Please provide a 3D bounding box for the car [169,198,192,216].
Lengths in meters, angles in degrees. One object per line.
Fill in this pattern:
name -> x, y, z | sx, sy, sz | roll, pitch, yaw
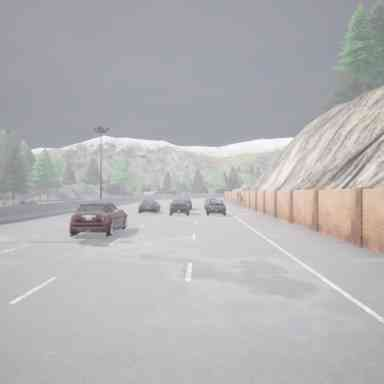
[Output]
car -> -1.184, 1.505, 33.046 | 1.837, 1.490, 4.892 | 0, 0, 1

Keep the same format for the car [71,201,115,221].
car -> -8.292, 1.548, 28.401 | 2.033, 1.411, 5.357 | 0, 0, 1

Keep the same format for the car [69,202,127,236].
car -> -5.021, 1.352, 18.462 | 2.097, 1.767, 4.553 | 0, 0, 1

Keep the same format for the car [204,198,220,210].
car -> 2.550, 1.526, 43.266 | 1.812, 1.442, 4.674 | 0, 0, 1

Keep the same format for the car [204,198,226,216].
car -> 2.312, 1.492, 32.820 | 2.128, 1.511, 4.902 | 0, 0, 1

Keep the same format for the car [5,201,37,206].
car -> -18.699, 1.631, 36.886 | 1.895, 1.301, 4.718 | 0, 0, 1

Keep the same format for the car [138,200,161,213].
car -> -4.604, 1.563, 36.457 | 1.994, 1.385, 4.181 | 0, 0, 1
